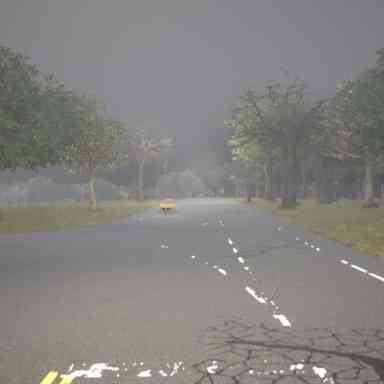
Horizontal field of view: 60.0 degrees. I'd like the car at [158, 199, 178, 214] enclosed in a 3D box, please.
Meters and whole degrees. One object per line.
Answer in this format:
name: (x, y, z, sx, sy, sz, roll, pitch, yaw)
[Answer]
car: (-2.656, 1.548, 37.765, 1.882, 1.535, 5.008, -1, 1, 2)
